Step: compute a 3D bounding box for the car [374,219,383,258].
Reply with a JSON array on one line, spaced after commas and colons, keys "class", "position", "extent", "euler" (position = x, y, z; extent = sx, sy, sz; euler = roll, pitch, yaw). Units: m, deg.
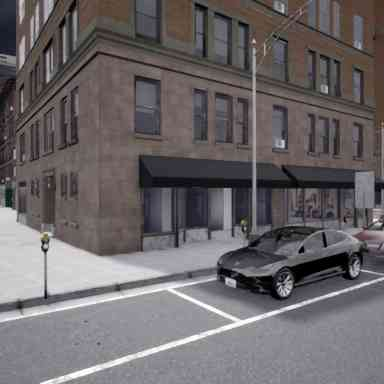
[{"class": "car", "position": [7.080, 1.582, 11.573], "extent": [4.206, 1.307, 1.802], "euler": [0, 0, -35]}]

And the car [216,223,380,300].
[{"class": "car", "position": [2.599, 1.566, 8.382], "extent": [4.313, 1.339, 1.947], "euler": [0, 0, -35]}]
